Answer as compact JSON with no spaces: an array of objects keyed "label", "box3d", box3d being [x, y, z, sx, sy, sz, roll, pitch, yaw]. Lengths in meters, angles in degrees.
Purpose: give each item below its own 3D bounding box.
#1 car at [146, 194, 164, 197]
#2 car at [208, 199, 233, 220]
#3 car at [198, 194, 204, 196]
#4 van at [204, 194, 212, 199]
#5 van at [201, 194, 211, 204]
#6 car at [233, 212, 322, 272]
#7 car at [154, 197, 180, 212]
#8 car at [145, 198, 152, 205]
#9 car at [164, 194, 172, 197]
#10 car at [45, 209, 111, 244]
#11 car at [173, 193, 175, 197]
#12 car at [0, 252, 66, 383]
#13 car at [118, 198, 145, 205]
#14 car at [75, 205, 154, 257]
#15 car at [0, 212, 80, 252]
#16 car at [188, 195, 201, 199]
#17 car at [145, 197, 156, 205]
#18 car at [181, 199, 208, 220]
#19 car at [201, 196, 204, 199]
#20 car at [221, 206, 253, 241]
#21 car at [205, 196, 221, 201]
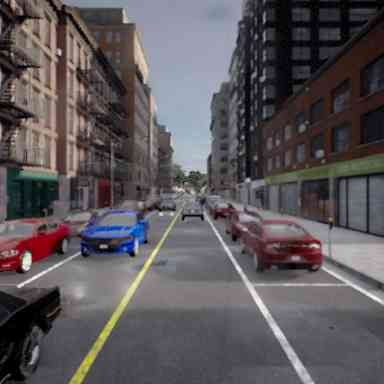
[{"label":"car","box3d":[-5.425,1.320,44.733,2.192,1.841,5.009,0,0,0]},{"label":"car","box3d":[2.621,1.547,27.699,1.887,1.381,4.507,0,0,0]},{"label":"car","box3d":[2.601,1.316,56.093,2.192,1.841,5.009,0,0,0]},{"label":"van","box3d":[2.613,1.344,39.056,1.690,1.788,3.998,0,0,0]},{"label":"van","box3d":[2.597,1.341,61.772,1.690,1.788,3.998,0,0,0]},{"label":"car","box3d":[2.633,1.546,10.662,1.887,1.381,4.507,0,0,0]},{"label":"car","box3d":[-2.803,1.568,37.983,1.994,1.385,4.181,0,0,1]},{"label":"car","box3d":[-5.415,1.587,33.377,1.802,1.307,4.206,0,0,0]},{"label":"car","box3d":[-5.439,1.317,61.769,2.192,1.841,5.009,0,0,0]},{"label":"car","box3d":[-5.400,1.586,16.342,1.802,1.307,4.206,0,0,0]},{"label":"car","box3d":[-5.449,1.314,73.125,2.192,1.841,5.009,0,0,0]},{"label":"car","box3d":[-2.850,1.603,2.708,1.895,1.301,4.718,0,0,0]},{"label":"car","box3d":[-5.410,1.445,27.698,1.967,1.590,4.097,0,0,0]},{"label":"car","box3d":[-2.841,1.481,13.176,1.882,1.535,5.008,0,0,0]},{"label":"car","box3d":[-5.395,1.548,10.663,1.887,1.381,4.507,0,0,0]},{"label":"car","box3d":[0.051,1.529,45.560,1.812,1.442,4.674,0,0,0]},{"label":"car","box3d":[-5.420,1.571,39.055,1.947,1.339,4.313,0,0,0]},{"label":"car","box3d":[0.061,1.551,28.016,2.033,1.411,5.357,0,0,0]},{"label":"car","box3d":[2.609,1.553,44.735,2.008,1.369,4.403,0,0,0]},{"label":"car","box3d":[2.629,1.584,16.341,1.802,1.307,4.206,0,0,0]},{"label":"car","box3d":[2.617,1.443,33.378,1.967,1.590,4.097,0,0,0]}]
